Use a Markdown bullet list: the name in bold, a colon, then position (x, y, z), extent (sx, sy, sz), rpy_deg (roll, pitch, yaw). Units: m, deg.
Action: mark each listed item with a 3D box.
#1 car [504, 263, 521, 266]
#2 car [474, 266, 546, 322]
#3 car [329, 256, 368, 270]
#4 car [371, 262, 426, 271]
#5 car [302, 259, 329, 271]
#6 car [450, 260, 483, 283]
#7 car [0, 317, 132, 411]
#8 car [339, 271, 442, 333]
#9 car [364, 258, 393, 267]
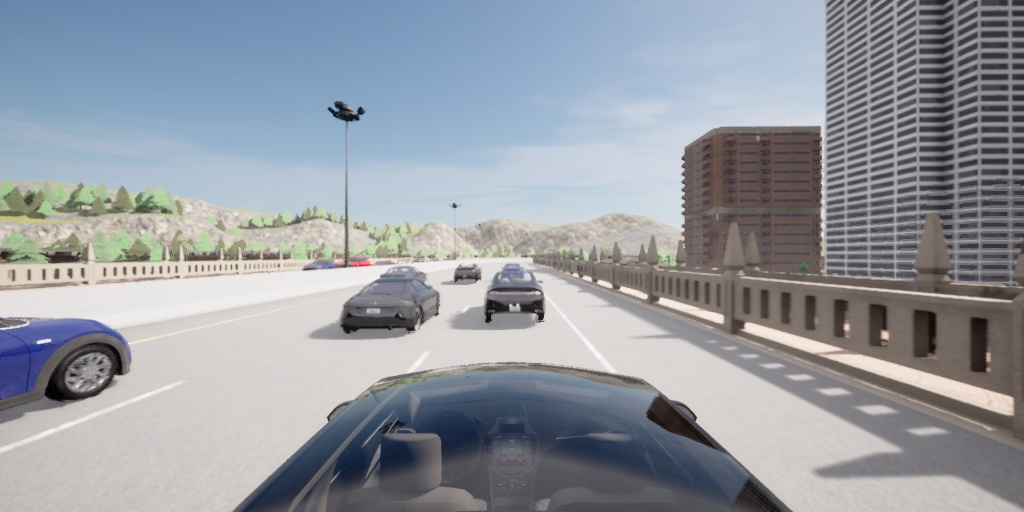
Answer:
- **car**: position (0.045, 1.319, 29.621), extent (1.812, 1.442, 4.674), rpy_deg (0, 0, 0)
- **car**: position (0.083, 1.258, 12.389), extent (2.128, 1.511, 4.902), rpy_deg (0, 0, 0)
- **car**: position (-17.646, 1.035, 39.947), extent (2.150, 2.045, 5.566), rpy_deg (0, 0, 0)
- **car**: position (-6.931, 1.333, 23.236), extent (2.033, 1.411, 5.357), rpy_deg (0, 0, 0)
- **car**: position (-21.143, 1.166, 39.706), extent (2.097, 1.767, 4.553), rpy_deg (0, 0, 0)
- **car**: position (-3.439, 1.284, 28.610), extent (2.128, 1.511, 4.902), rpy_deg (0, 0, 0)
- **car**: position (-6.914, 1.107, 3.594), extent (2.097, 1.767, 4.553), rpy_deg (0, 0, 0)
- **car**: position (-3.416, 1.329, 10.843), extent (1.994, 1.385, 4.181), rpy_deg (0, 0, 0)
- **car**: position (-14.146, 1.290, 39.584), extent (1.882, 1.535, 5.008), rpy_deg (0, 0, 0)
